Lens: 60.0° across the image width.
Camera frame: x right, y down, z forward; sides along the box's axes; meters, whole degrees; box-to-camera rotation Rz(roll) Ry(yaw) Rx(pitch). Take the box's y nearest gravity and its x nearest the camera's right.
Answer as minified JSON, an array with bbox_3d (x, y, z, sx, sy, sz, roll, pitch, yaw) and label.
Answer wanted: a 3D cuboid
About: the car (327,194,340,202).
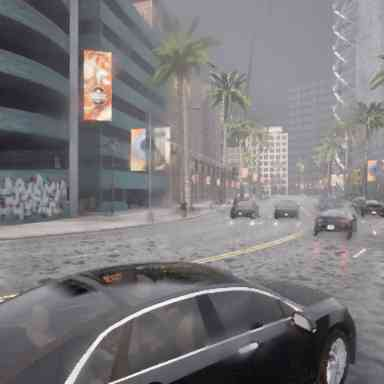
[{"bbox_3d":[32.877,1.318,77.300,2.185,1.767,4.553,0,0,16],"label":"car"}]

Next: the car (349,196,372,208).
[{"bbox_3d":[24.785,1.461,49.062,2.231,1.521,4.892,0,0,16],"label":"car"}]

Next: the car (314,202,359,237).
[{"bbox_3d":[7.791,1.517,17.998,1.812,1.442,4.674,0,0,29],"label":"car"}]

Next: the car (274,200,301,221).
[{"bbox_3d":[7.996,1.462,27.701,1.882,1.535,5.008,0,0,19],"label":"car"}]

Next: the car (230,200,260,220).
[{"bbox_3d":[4.639,1.459,28.680,1.882,1.535,5.008,0,0,19],"label":"car"}]

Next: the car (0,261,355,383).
[{"bbox_3d":[-0.127,1.505,3.395,4.892,1.490,1.837,-1,1,-40],"label":"car"}]

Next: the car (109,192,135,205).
[{"bbox_3d":[-10.836,0.982,51.444,2.435,2.045,5.566,0,0,16],"label":"car"}]

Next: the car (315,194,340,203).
[{"bbox_3d":[13.077,1.336,32.018,2.097,1.767,4.553,0,0,16],"label":"car"}]

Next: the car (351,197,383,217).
[{"bbox_3d":[16.464,1.495,31.135,1.837,1.490,4.892,0,1,16],"label":"car"}]
